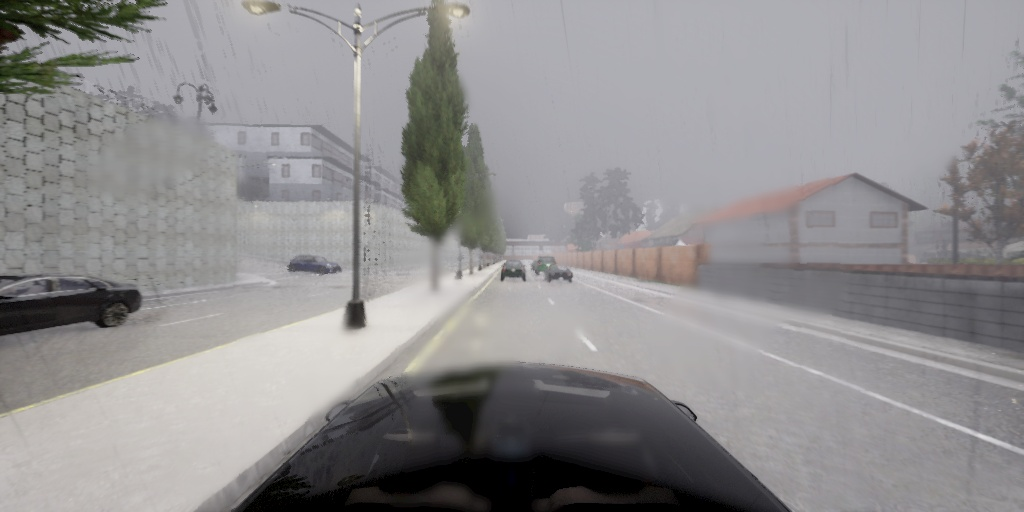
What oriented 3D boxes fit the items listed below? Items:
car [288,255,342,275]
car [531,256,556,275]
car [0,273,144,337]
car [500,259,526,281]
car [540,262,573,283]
[{"bbox_3d":[-18.106,0.762,33.170,4.553,1.767,2.097,4,0,9],"label":"car"},{"bbox_3d":[3.604,1.007,38.907,2.150,2.045,5.566,0,0,0],"label":"car"},{"bbox_3d":[-11.589,1.181,8.279,2.128,1.511,4.902,0,0,0],"label":"car"},{"bbox_3d":[0.118,1.116,30.680,2.097,1.767,4.553,0,0,0],"label":"car"},{"bbox_3d":[3.612,1.382,28.651,1.895,1.301,4.718,0,0,0],"label":"car"}]
